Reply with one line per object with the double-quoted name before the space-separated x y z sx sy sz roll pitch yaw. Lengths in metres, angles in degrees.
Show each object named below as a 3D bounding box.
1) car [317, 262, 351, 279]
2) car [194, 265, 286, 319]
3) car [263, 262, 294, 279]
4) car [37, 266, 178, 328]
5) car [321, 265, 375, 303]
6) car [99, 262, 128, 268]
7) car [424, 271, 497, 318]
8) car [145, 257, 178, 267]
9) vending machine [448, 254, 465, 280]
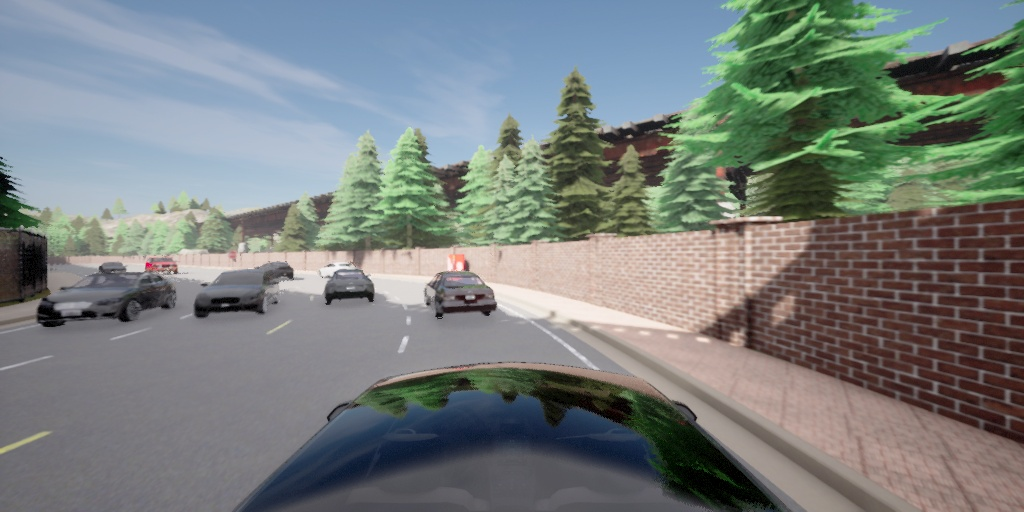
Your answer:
"car" -14.999 1.241 30.921 4.674 1.442 1.812 0 0 41
"car" -9.967 1.276 13.351 1.837 1.490 4.892 0 0 -26
"car" -20.485 1.269 30.868 4.892 1.490 1.837 0 0 39
"car" -13.181 1.298 12.053 2.128 1.511 4.902 0 0 -26
"car" -7.587 1.295 16.685 1.994 1.385 4.181 -1 0 -26
"car" -44.645 1.426 40.115 4.892 1.490 1.837 0 1 37
"car" -2.037 1.252 12.882 2.033 1.411 5.357 -1 0 -19
"car" -40.464 1.098 41.356 5.566 2.045 2.150 0 1 37
"vending machine" -3.924 0.846 25.292 1.100 2.100 0.880 0 0 -36
